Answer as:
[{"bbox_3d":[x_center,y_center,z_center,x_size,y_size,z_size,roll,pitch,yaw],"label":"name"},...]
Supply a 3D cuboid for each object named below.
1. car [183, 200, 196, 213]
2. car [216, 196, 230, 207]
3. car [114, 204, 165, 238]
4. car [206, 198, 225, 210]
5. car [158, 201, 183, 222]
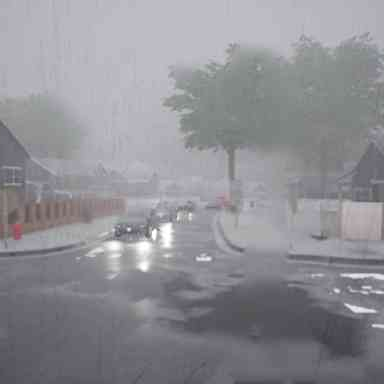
[{"bbox_3d":[-0.649,1.830,43.678,1.882,1.535,5.008,0,-1,9],"label":"car"},{"bbox_3d":[5.529,1.722,60.562,2.150,2.045,5.566,1,0,15],"label":"car"},{"bbox_3d":[-2.959,1.646,18.917,1.837,1.490,4.892,0,0,4],"label":"car"},{"bbox_3d":[3.397,1.995,50.848,1.994,1.385,4.181,0,0,12],"label":"car"},{"bbox_3d":[-2.365,1.713,28.924,2.128,1.511,4.902,0,0,5],"label":"car"}]
